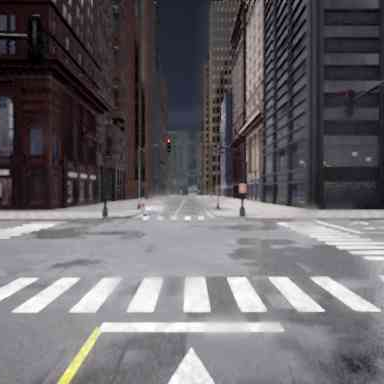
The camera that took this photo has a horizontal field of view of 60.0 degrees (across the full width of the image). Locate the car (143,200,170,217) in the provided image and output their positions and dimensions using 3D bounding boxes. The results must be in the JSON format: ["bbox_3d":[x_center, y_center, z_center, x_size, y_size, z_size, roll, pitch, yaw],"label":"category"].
[{"bbox_3d":[-3.109,1.490,29.966,1.812,1.442,4.674,0,1,3],"label":"car"}]
